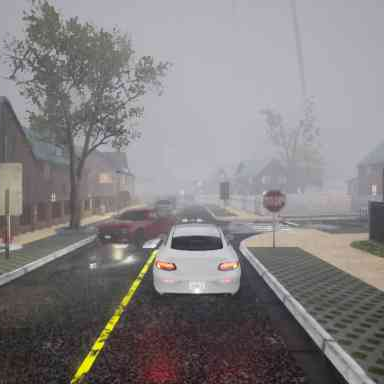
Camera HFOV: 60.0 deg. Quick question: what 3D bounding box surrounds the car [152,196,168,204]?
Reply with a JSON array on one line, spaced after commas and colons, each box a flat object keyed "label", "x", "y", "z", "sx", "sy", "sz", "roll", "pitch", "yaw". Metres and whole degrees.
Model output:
[{"label": "car", "x": -6.468, "y": 1.640, "z": 67.263, "sx": 1.812, "sy": 1.442, "sz": 4.674, "roll": 0, "pitch": 0, "yaw": -24}]

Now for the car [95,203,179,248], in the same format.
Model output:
[{"label": "car", "x": -2.358, "y": 1.471, "z": 15.204, "sx": 1.882, "sy": 1.535, "sz": 5.008, "roll": -2, "pitch": -1, "yaw": 22}]

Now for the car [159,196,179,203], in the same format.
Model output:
[{"label": "car", "x": -2.864, "y": 1.533, "z": 42.586, "sx": 1.994, "sy": 1.385, "sz": 4.181, "roll": 0, "pitch": 0, "yaw": -1}]

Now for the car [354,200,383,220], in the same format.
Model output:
[{"label": "car", "x": 13.297, "y": 1.165, "z": 22.116, "sx": 4.674, "sy": 1.442, "sz": 1.812, "roll": -1, "pitch": 0, "yaw": -2}]

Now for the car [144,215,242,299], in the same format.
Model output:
[{"label": "car", "x": 0.107, "y": 1.523, "z": 8.300, "sx": 1.812, "sy": 1.442, "sz": 4.674, "roll": 0, "pitch": 0, "yaw": 0}]

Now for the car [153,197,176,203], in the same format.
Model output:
[{"label": "car", "x": -2.799, "y": 1.503, "z": 32.877, "sx": 1.812, "sy": 1.442, "sz": 4.674, "roll": 0, "pitch": 0, "yaw": -1}]
